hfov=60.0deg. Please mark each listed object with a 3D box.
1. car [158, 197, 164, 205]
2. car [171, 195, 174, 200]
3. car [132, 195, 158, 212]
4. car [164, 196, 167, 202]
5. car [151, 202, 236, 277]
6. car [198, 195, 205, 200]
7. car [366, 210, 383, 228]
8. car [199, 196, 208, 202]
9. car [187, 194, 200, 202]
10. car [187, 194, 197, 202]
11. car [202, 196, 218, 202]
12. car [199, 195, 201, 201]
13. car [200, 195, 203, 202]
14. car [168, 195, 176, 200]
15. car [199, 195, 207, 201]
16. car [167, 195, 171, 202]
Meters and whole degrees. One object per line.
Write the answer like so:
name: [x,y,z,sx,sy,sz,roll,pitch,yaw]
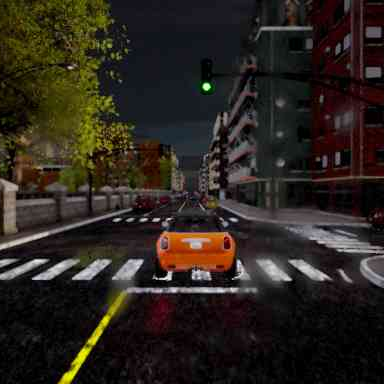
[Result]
car: [-5.711,1.434,50.155,1.967,1.590,4.097,0,0,0]
car: [-5.719,1.588,77.832,1.802,1.307,4.206,0,0,0]
car: [-5.708,1.306,39.085,2.192,1.841,5.009,0,0,0]
car: [-5.712,1.541,55.691,1.887,1.381,4.507,0,0,0]
car: [0.097,1.347,10.423,2.097,1.767,4.553,0,0,0]
car: [2.655,1.584,94.441,1.947,1.339,4.313,0,0,0]
car: [14.607,1.581,22.519,5.009,1.841,2.192,1,-1,0]
car: [2.661,1.551,77.835,1.887,1.381,4.507,0,0,0]
car: [-0.021,1.491,64.396,2.128,1.511,4.902,0,0,0]
car: [-0.025,1.272,74.794,2.097,1.767,4.553,0,0,0]
car: [2.672,1.518,44.794,1.752,1.417,4.829,0,0,0]
car: [2.668,1.547,55.694,2.008,1.369,4.403,0,0,0]
car: [2.670,1.539,50.159,1.887,1.381,4.507,0,0,0]
car: [-5.725,1.569,94.437,2.008,1.369,4.403,0,0,0]
car: [2.659,1.555,83.370,1.887,1.381,4.507,0,0,0]
car: [-5.716,1.582,66.761,1.802,1.307,4.206,0,0,0]
